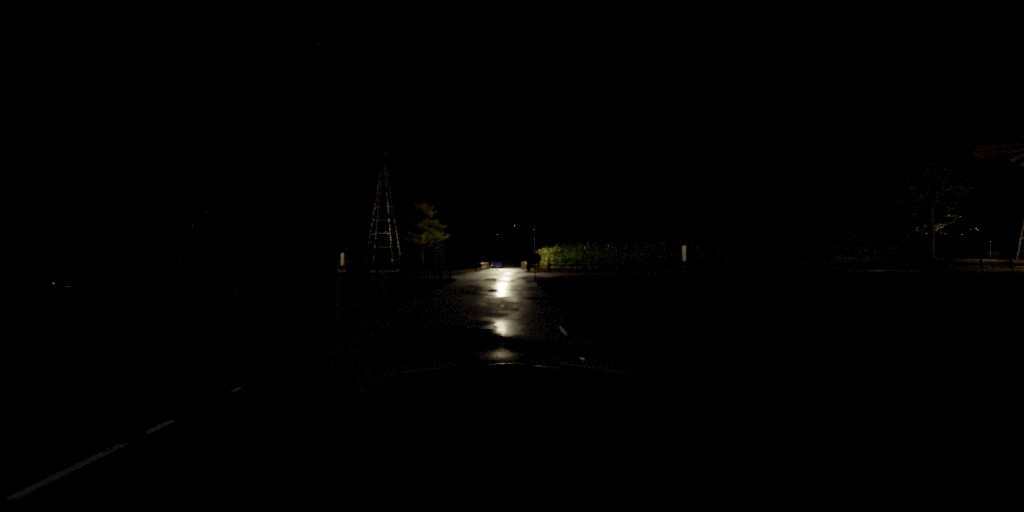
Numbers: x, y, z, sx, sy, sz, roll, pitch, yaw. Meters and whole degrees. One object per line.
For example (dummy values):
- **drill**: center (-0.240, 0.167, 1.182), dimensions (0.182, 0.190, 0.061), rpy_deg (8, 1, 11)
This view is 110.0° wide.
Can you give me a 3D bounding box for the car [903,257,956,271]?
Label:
- **car**: center (49.062, 0.926, 42.223), dimensions (4.902, 1.511, 2.128), rpy_deg (0, 0, 0)
